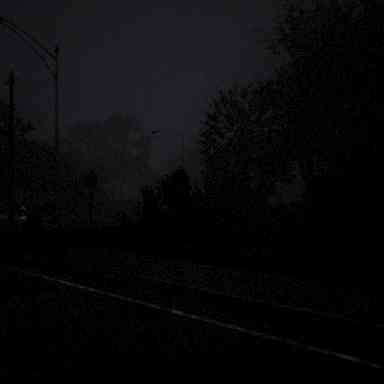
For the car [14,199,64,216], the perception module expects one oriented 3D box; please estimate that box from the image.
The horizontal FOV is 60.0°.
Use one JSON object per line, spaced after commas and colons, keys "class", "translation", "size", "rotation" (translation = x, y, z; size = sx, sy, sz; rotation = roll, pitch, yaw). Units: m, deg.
{"class": "car", "translation": [-15.245, 1.474, 33.223], "size": [1.882, 1.535, 5.008], "rotation": [0, 0, 32]}
